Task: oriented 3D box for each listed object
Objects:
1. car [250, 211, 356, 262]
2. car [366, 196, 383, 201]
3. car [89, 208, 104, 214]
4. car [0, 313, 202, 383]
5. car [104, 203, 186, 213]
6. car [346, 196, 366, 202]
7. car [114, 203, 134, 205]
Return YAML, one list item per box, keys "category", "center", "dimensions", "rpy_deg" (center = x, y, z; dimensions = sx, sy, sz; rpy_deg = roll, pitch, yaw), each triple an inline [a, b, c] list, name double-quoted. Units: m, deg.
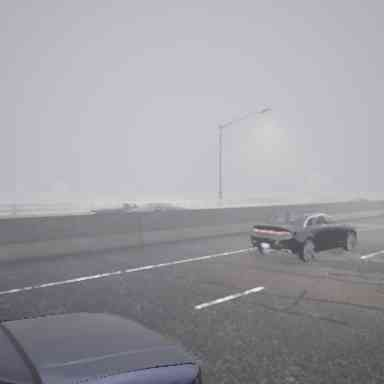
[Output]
- category: "car"
  center: [4.151, 1.454, 11.996]
  dimensions: [4.902, 1.511, 2.128]
  rpy_deg: [0, 0, -40]
- category: "car"
  center: [29.561, 1.328, 51.899]
  dimensions: [4.674, 1.442, 1.812]
  rpy_deg: [0, 0, -40]
- category: "car"
  center: [-5.793, 1.547, 26.763]
  dimensions: [4.718, 1.301, 1.895]
  rpy_deg: [0, 0, -40]
- category: "car"
  center: [-2.369, 1.547, 1.934]
  dimensions: [5.357, 1.411, 2.033]
  rpy_deg: [0, 0, -40]
- category: "car"
  center: [-2.613, 1.557, 20.291]
  dimensions: [4.718, 1.301, 1.895]
  rpy_deg: [0, 0, -40]
- category: "car"
  center: [26.907, 1.328, 54.240]
  dimensions: [4.674, 1.442, 1.812]
  rpy_deg: [0, 0, -40]
- category: "car"
  center: [-2.822, 1.493, 24.689]
  dimensions: [5.357, 1.411, 2.033]
  rpy_deg: [0, 0, -40]
